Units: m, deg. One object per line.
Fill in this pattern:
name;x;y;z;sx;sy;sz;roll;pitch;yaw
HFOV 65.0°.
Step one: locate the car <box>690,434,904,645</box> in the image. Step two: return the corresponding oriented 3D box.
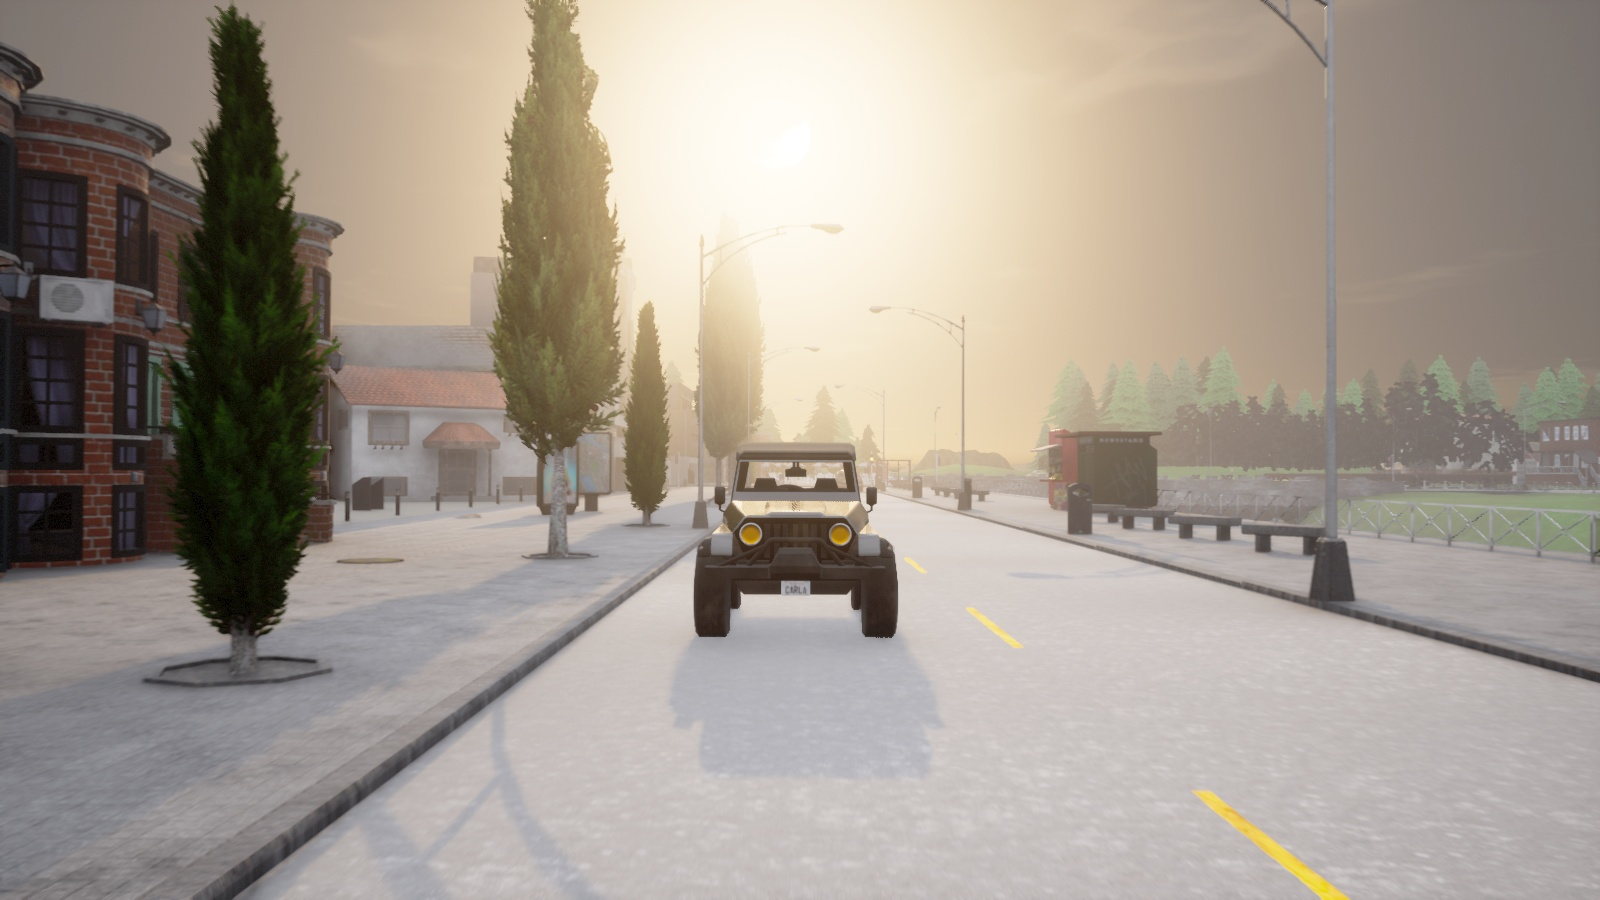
car;-0.035;0.831;13.137;1.905;1.878;3.866;0;-1;0
